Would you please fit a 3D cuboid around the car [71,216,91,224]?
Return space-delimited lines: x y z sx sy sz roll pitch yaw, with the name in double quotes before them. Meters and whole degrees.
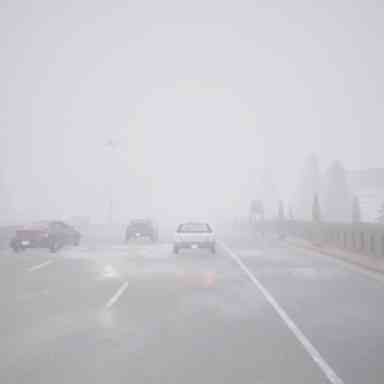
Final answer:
"car" -14.056 3.944 40.746 2.150 2.045 5.566 0 -5 0

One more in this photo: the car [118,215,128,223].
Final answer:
"car" -17.465 7.060 85.321 2.150 2.045 5.566 0 -1 0

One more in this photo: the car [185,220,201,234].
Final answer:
"car" 0.117 4.088 39.209 1.837 1.490 4.892 0 -5 0

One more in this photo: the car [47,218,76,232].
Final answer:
"car" -17.544 4.465 45.011 2.097 1.767 4.553 0 -5 0

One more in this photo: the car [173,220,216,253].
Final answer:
"car" 0.107 2.180 16.378 1.895 1.301 4.718 0 -4 0

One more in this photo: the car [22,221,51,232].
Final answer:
"car" -21.042 4.700 45.259 1.994 1.385 4.181 0 -5 0

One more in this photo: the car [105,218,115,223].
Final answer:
"car" -20.965 7.360 85.348 2.128 1.511 4.902 0 -1 0

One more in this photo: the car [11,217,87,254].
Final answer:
"car" -6.893 2.084 16.096 1.812 1.442 4.674 0 -4 0

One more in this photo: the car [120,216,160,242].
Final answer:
"car" -3.390 2.616 23.263 1.837 1.490 4.892 0 -5 0

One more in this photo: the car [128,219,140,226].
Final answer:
"car" -13.967 7.305 80.273 2.033 1.411 5.357 0 -2 0
